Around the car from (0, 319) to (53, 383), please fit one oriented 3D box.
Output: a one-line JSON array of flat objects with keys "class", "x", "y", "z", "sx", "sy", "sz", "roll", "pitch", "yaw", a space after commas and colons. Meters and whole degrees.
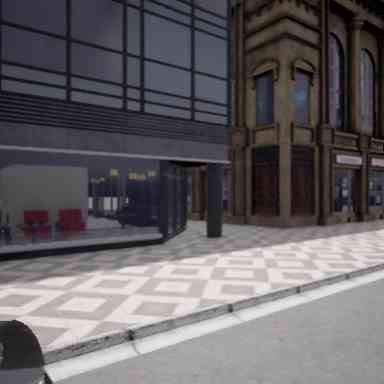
[{"class": "car", "x": -3.080, "y": 1.494, "z": 1.181, "sx": 4.902, "sy": 1.511, "sz": 2.128, "roll": 0, "pitch": 0, "yaw": -35}]
